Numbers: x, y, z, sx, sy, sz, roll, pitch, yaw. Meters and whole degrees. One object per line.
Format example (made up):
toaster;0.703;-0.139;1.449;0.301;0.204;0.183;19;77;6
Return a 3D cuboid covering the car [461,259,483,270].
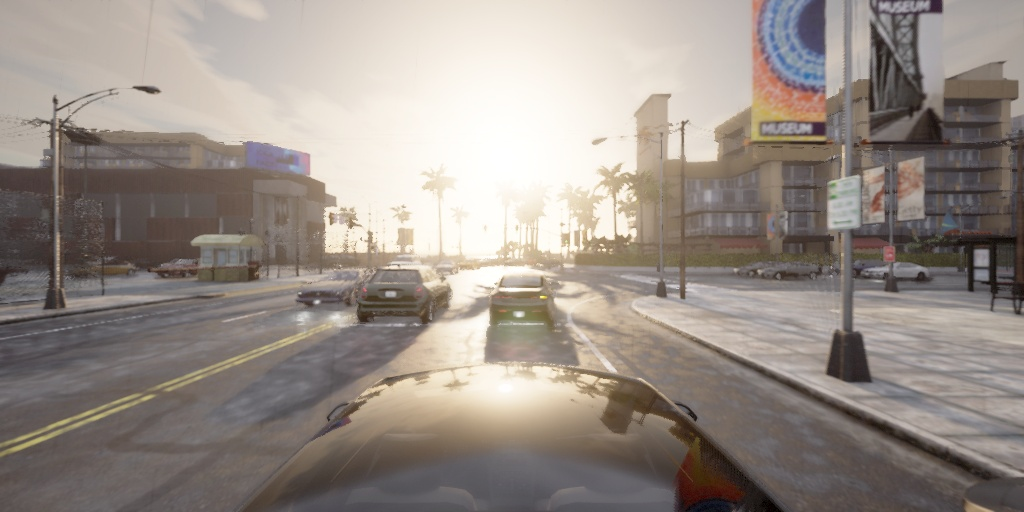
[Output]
car;-6.143;1.184;51.913;1.882;1.535;5.008;0;0;12

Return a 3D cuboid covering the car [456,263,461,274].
car;-7.002;1.244;38.502;1.812;1.442;4.674;0;0;1

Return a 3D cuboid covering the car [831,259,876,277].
car;32.582;1.073;33.778;4.553;1.767;2.097;0;0;0

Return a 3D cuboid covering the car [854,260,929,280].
car;32.287;1.250;30.275;4.674;1.442;1.812;0;0;0

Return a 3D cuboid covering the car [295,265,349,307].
car;-7.099;1.285;15.716;2.033;1.411;5.357;0;0;0

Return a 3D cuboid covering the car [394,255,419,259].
car;-10.550;0.945;35.279;2.150;2.045;5.566;0;0;1

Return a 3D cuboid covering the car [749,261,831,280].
car;23.325;1.216;30.211;4.902;1.511;2.128;0;0;0

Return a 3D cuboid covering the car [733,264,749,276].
car;23.484;1.213;33.713;4.902;1.511;2.128;0;0;0

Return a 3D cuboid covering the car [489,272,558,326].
car;0.439;1.247;11.697;1.837;1.490;4.892;0;0;6

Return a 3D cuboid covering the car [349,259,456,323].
car;-3.404;1.092;12.206;2.097;1.767;4.553;0;0;0
